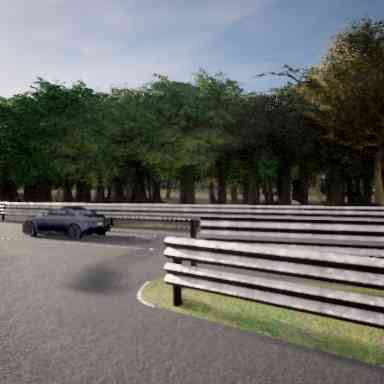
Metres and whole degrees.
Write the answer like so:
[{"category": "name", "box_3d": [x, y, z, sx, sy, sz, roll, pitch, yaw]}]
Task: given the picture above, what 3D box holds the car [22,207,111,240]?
[{"category": "car", "box_3d": [-5.956, 1.404, 15.766, 4.181, 1.385, 1.994, 0, 0, 24]}]
